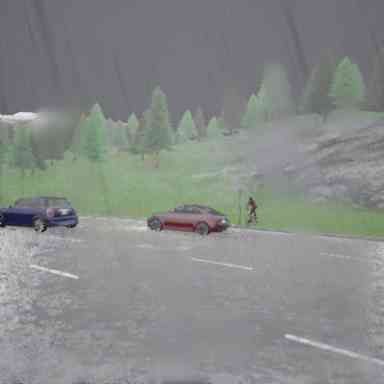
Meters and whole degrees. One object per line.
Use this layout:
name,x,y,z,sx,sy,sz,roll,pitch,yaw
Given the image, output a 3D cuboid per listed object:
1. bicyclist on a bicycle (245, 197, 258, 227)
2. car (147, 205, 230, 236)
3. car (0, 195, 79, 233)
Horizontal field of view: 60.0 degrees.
bicyclist on a bicycle,3.302,1.088,18.382,0.582,1.620,1.656,1,1,34
car,-0.201,1.323,16.762,4.181,1.385,1.994,1,1,32
car,-8.132,0.992,17.182,4.553,1.767,2.097,1,1,26
